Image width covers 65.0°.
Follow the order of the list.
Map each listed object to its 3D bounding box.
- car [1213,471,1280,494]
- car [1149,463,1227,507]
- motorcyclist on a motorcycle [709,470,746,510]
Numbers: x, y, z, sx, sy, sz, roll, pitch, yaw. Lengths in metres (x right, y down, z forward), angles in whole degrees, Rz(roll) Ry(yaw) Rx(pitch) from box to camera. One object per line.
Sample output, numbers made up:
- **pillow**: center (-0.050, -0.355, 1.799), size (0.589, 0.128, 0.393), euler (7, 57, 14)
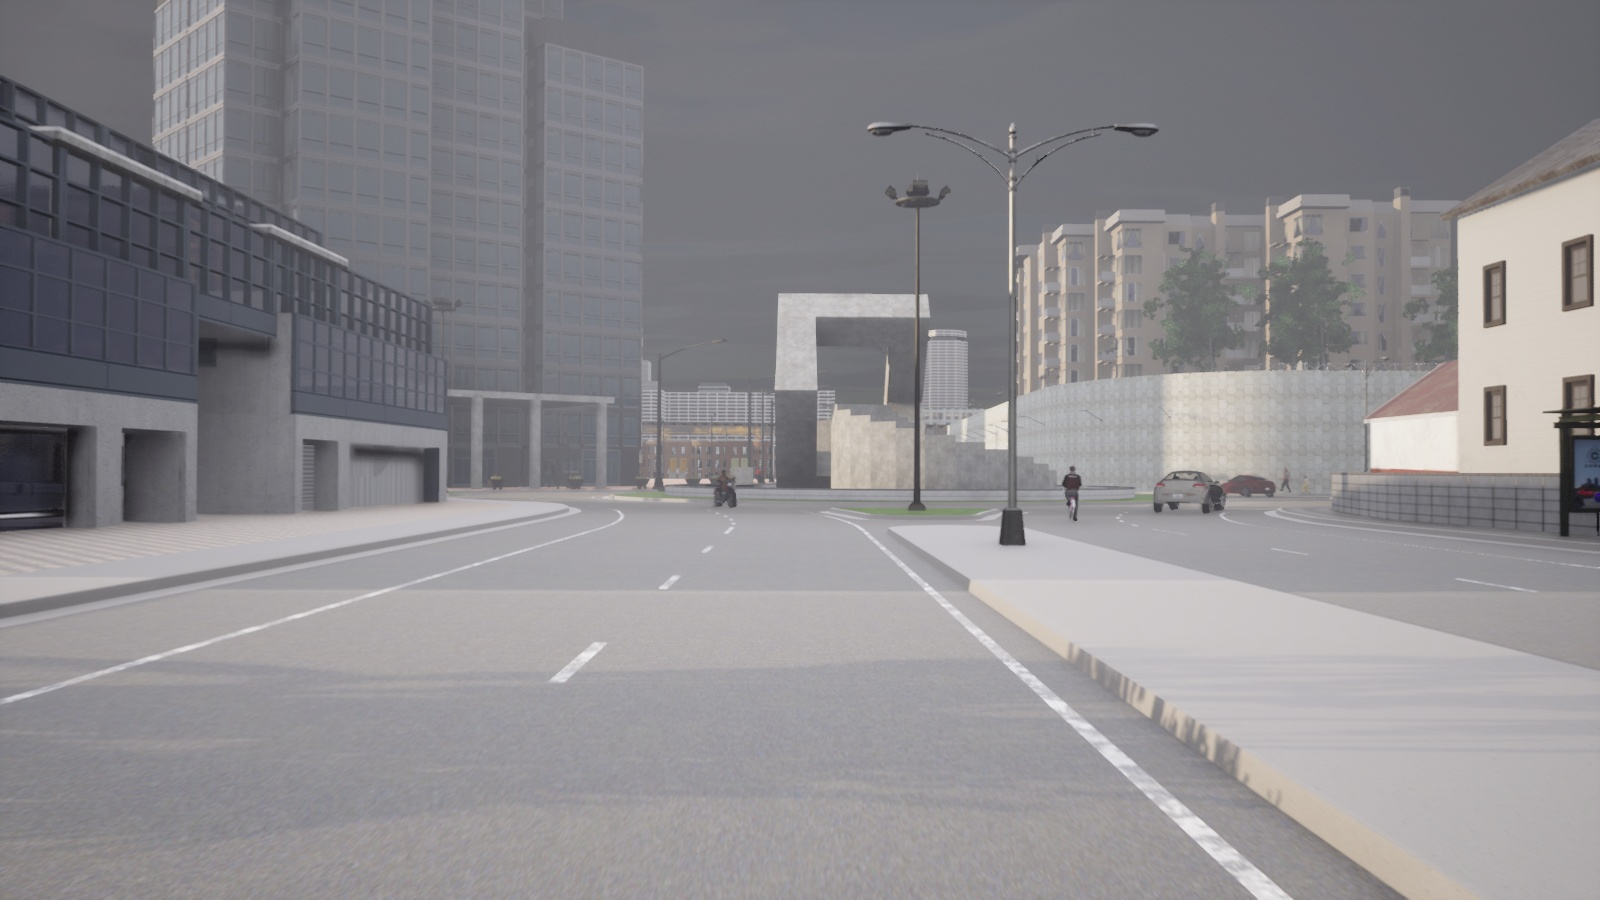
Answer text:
- **car**: center (28.628, 2.075, 80.711), size (1.812, 1.442, 4.674), euler (0, -1, -13)
- **car**: center (15.668, 1.375, 50.522), size (2.152, 1.651, 5.027), euler (-1, -1, 27)
- **motorcyclist on a motorcycle**: center (-3.090, 1.665, 53.090), size (0.766, 1.649, 2.350), euler (0, -1, -24)
